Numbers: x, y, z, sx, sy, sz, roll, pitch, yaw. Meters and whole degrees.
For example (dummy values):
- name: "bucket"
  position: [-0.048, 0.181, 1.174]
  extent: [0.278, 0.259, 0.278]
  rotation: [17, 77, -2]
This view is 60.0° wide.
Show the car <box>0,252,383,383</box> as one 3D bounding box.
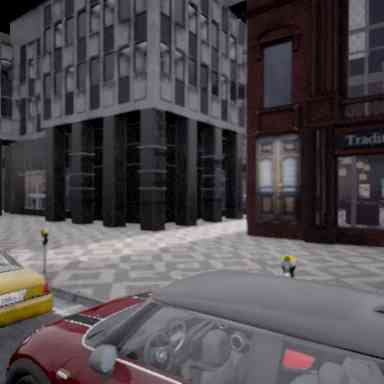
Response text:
- name: "car"
  position: [0.185, 1.439, 2.829]
  extent: [4.097, 1.590, 1.967]
  rotation: [0, 0, 36]

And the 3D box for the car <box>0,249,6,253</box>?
- name: "car"
  position: [-4.541, 1.517, 6.203]
  extent: [4.829, 1.417, 1.752]
  rotation: [0, 0, 36]
